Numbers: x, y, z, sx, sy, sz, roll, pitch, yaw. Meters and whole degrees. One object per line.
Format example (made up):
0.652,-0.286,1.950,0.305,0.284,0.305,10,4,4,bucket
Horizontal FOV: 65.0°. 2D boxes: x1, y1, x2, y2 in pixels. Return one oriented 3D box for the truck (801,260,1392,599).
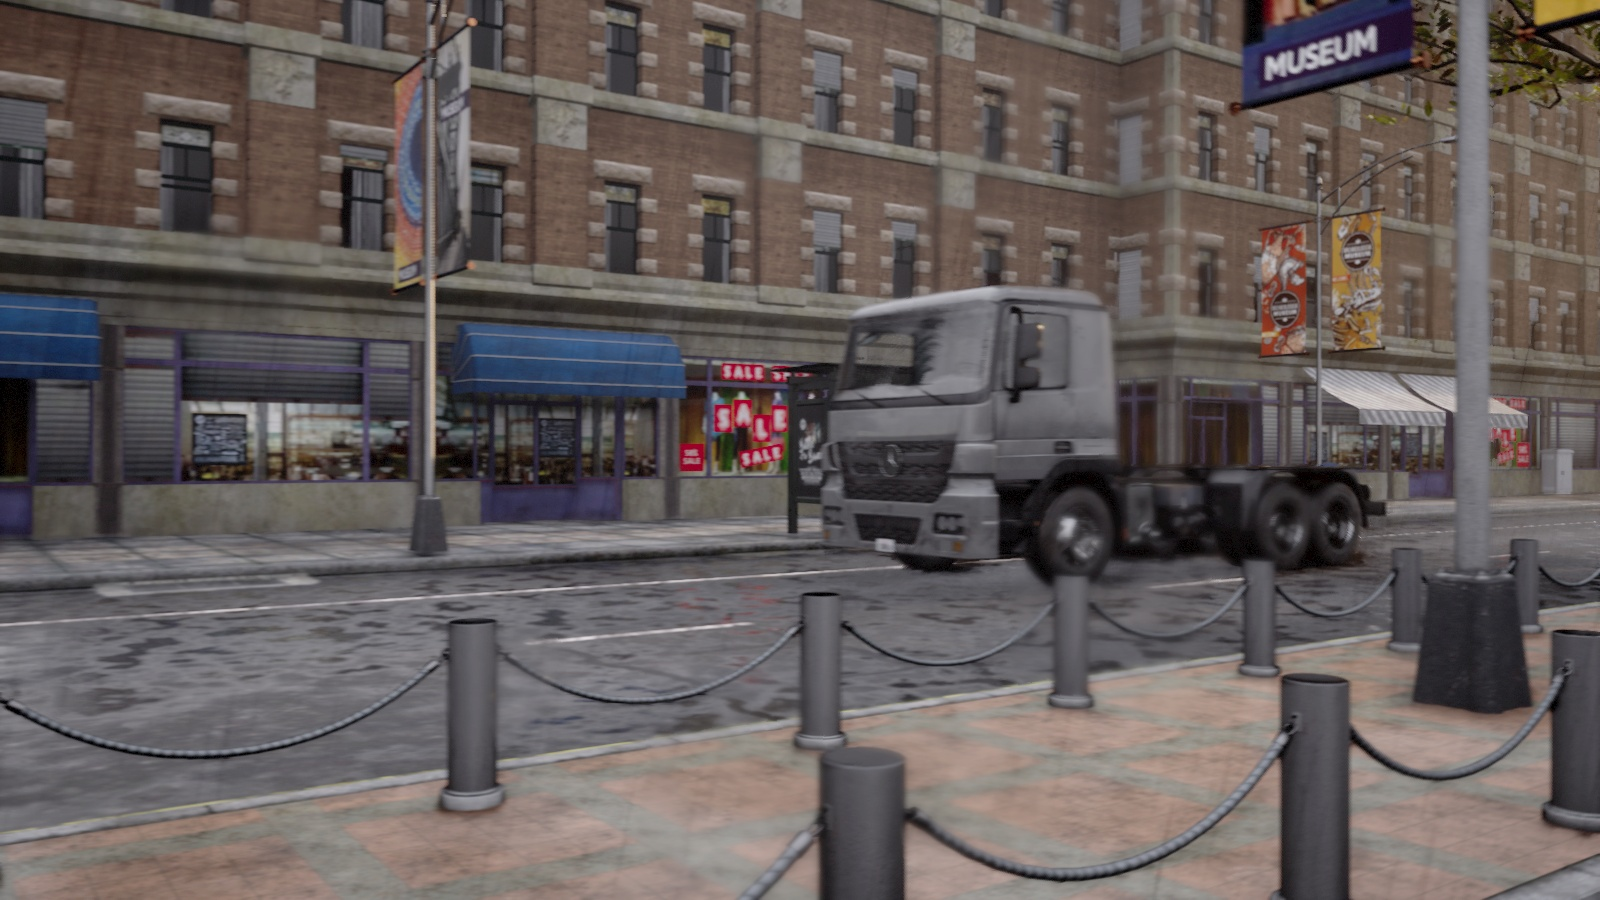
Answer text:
4.093,-0.206,16.258,7.936,3.462,2.891,0,0,-35,truck
